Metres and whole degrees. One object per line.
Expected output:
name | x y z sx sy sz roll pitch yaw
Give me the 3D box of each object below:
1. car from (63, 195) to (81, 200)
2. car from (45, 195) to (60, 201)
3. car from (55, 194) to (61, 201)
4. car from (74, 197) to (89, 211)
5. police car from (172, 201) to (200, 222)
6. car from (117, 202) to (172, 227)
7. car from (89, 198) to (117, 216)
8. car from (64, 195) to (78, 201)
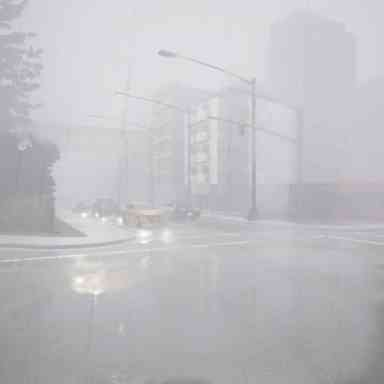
car | -27.829 1.286 77.096 4.536 1.218 1.853 0 0 41
car | -31.602 1.288 75.410 1.853 1.218 4.536 0 0 -4
car | -31.598 1.446 75.358 2.038 1.542 4.974 0 0 -4
car | -12.872 1.595 40.757 1.895 1.301 4.718 0 0 -28
police car | -1.299 1.502 26.819 2.038 1.542 4.974 0 0 -28
car | -3.470 1.473 23.264 1.882 1.535 5.008 0 0 -28
car | -8.158 1.347 31.967 2.097 1.767 4.553 0 0 -28
car | -27.790 1.443 77.061 4.974 1.542 2.038 0 0 41
